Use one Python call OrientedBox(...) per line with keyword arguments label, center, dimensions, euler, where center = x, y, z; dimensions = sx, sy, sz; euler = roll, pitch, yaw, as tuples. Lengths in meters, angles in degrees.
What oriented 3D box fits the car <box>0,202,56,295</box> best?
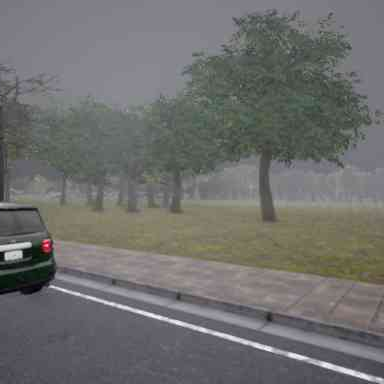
OrientedBox(label="car", center=(-5.401, 1.248, 7.536), dimensions=(5.566, 2.045, 2.150), euler=(0, 0, 35))
